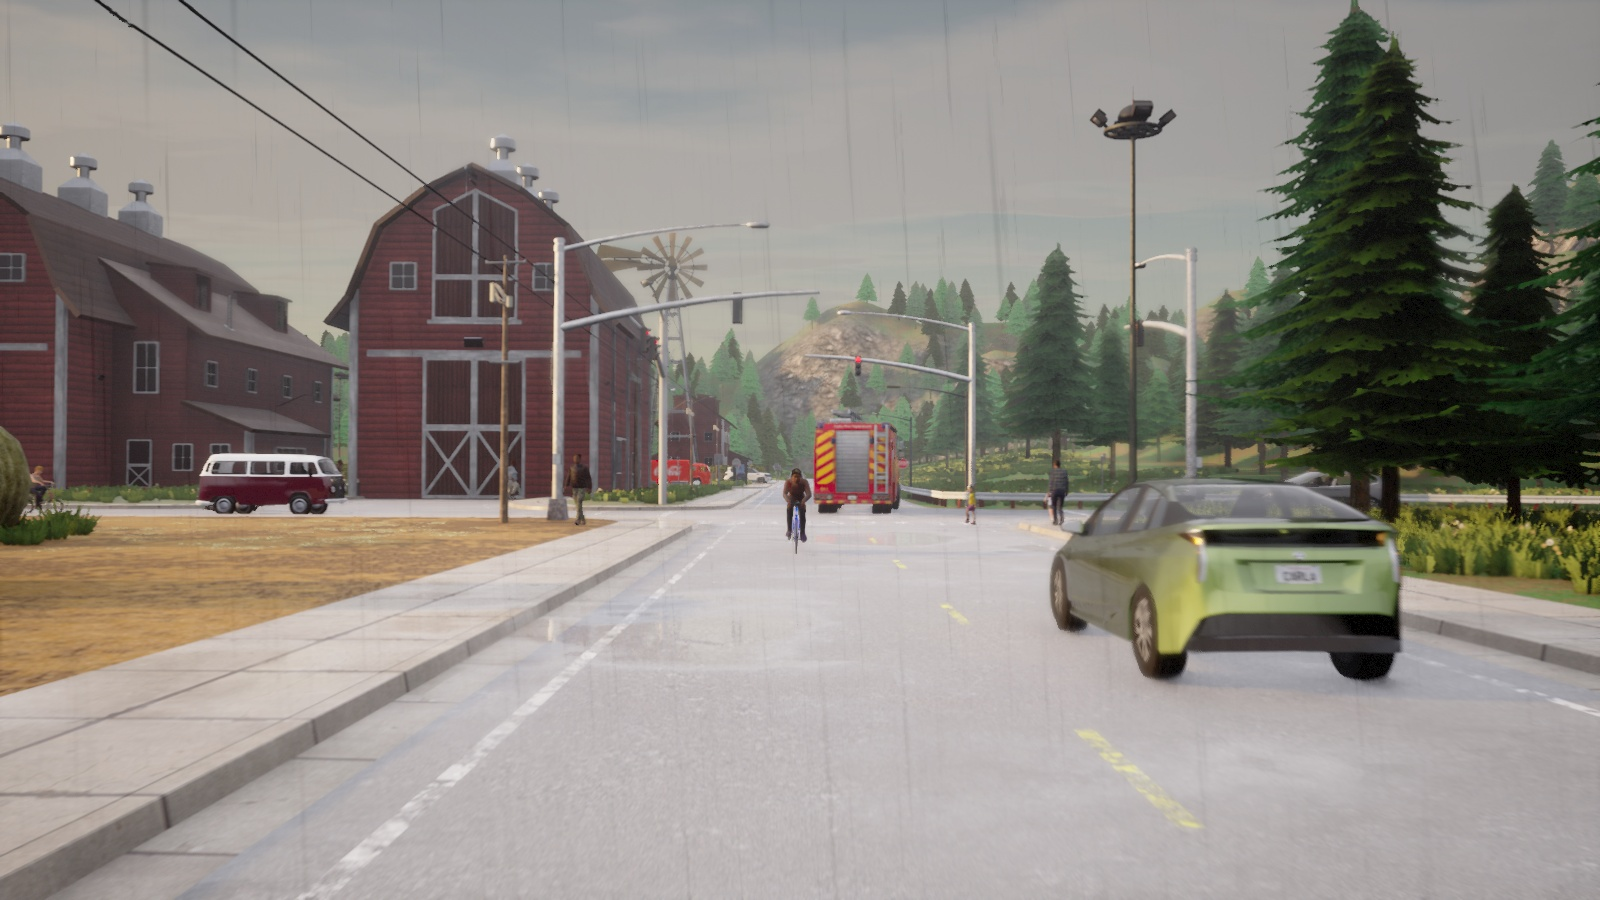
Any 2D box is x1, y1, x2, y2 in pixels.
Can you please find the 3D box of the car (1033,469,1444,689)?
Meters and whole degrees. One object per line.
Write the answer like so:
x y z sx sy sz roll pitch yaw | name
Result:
3.473 0.936 11.015 2.007 1.525 4.514 0 -1 0 | car

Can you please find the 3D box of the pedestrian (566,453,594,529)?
-5.432 1.005 31.050 0.431 1.840 0.703 0 -1 15 | pedestrian

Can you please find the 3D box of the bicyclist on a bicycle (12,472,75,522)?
-24.913 1.531 41.380 1.509 1.612 0.866 0 -1 -1 | bicyclist on a bicycle

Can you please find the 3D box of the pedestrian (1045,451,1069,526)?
6.721 1.004 32.855 0.423 1.949 0.788 0 -1 -2 | pedestrian

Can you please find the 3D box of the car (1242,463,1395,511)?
18.835 1.336 45.784 4.611 1.667 2.242 0 -1 -1 | car

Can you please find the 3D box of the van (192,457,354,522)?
-17.372 1.286 41.538 4.480 2.038 2.069 0 -1 -1 | van

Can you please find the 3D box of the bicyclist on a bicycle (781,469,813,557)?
-0.059 1.177 23.953 0.582 1.620 1.656 0 -1 0 | bicyclist on a bicycle

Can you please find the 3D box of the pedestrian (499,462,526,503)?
-13.092 1.459 57.240 0.900 1.855 0.874 0 -1 15 | pedestrian

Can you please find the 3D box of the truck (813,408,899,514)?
2.382 0.485 50.004 2.891 3.827 8.468 0 -1 6 | truck

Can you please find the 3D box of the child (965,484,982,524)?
5.078 1.590 36.793 0.473 1.160 0.299 0 -1 6 | child
